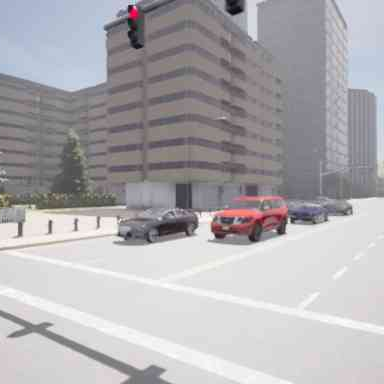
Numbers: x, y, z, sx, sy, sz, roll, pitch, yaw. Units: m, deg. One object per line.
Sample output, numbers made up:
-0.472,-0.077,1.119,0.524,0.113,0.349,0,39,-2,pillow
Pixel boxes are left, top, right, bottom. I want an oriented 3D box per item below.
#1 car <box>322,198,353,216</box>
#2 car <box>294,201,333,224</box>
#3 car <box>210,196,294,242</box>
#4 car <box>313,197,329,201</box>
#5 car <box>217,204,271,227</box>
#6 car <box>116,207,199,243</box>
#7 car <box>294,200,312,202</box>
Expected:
14.678,1.549,33.049,1.812,1.442,4.674,0,0,36,car
8.819,1.626,24.951,1.895,1.301,4.718,0,0,36,car
3.103,1.249,17.028,2.150,2.045,5.566,0,0,36,car
15.536,1.388,40.180,2.097,1.767,4.553,0,0,36,car
3.851,1.642,24.045,1.895,1.301,4.718,0,0,36,car
-1.570,1.534,16.528,2.128,1.511,4.902,0,0,36,car
9.568,1.586,31.969,2.033,1.411,5.357,0,0,36,car
